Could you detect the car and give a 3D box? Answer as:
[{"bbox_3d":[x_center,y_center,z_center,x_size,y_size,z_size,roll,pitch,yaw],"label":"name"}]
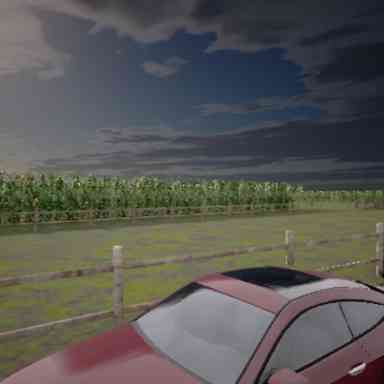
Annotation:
[{"bbox_3d":[0.561,1.534,3.124,4.674,1.442,1.812,0,0,-34],"label":"car"}]
